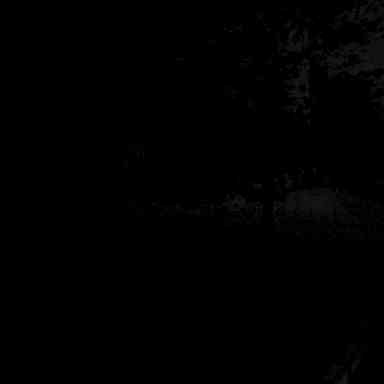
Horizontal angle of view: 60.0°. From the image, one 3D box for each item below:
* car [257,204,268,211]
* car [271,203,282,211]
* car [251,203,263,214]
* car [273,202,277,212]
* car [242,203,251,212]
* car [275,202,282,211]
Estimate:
[{"bbox_3d":[17.263,3.784,81.033,2.033,1.411,5.357,0,-3,19],"label":"car"},{"bbox_3d":[20.462,3.623,80.342,2.097,1.767,4.553,0,-3,19],"label":"car"},{"bbox_3d":[10.268,2.479,49.634,1.837,1.490,4.892,0,-3,16],"label":"car"},{"bbox_3d":[14.122,3.117,61.990,1.994,1.385,4.181,0,-3,19],"label":"car"},{"bbox_3d":[10.669,2.862,61.880,2.097,1.767,4.553,0,-3,20],"label":"car"},{"bbox_3d":[17.391,3.222,71.471,2.150,2.045,5.566,0,-3,19],"label":"car"}]
